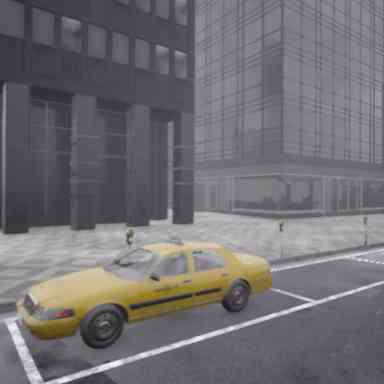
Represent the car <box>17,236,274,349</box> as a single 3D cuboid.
[{"bbox_3d":[-0.544,1.559,6.264,4.829,1.417,1.752,1,-1,-36],"label":"car"}]
